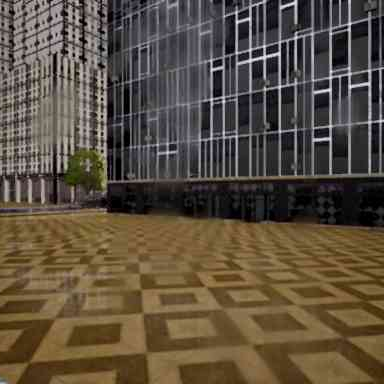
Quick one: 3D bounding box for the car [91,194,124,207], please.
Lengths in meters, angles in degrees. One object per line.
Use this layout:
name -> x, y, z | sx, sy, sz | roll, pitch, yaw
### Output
car -> -13.458, 1.304, 53.386 | 2.192, 1.841, 5.009 | 0, 0, 35

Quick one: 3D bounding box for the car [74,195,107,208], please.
car -> -14.403, 1.462, 47.429 | 2.128, 1.511, 4.902 | 0, 0, 35
